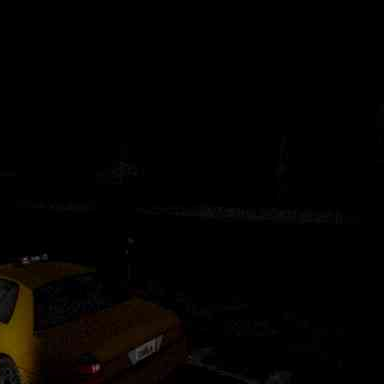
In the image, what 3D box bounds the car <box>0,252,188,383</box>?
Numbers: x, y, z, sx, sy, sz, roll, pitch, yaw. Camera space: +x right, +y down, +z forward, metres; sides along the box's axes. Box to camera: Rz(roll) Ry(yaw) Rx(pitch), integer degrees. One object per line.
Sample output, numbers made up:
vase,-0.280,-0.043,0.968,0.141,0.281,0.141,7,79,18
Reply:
car,-2.333,1.525,4.625,4.829,1.417,1.752,0,0,35
